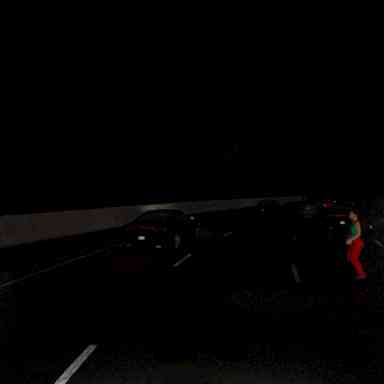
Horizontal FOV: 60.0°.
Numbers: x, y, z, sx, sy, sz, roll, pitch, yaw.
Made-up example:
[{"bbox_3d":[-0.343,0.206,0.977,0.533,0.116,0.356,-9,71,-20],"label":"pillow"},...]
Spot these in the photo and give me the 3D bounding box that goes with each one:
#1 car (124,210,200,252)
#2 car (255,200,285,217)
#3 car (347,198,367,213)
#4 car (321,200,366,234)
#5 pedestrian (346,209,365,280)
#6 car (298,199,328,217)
[{"bbox_3d":[-1.079,1.477,14.146,1.882,1.535,5.008,0,0,16],"label":"car"},{"bbox_3d":[7.585,1.477,32.074,1.882,1.535,5.008,0,0,29],"label":"car"},{"bbox_3d":[16.697,1.352,34.073,2.097,1.767,4.553,0,0,29],"label":"car"},{"bbox_3d":[8.964,1.477,19.624,1.882,1.535,5.008,0,0,26],"label":"car"},{"bbox_3d":[4.189,1.294,8.534,0.375,1.860,0.375,0,0,12],"label":"pedestrian"},{"bbox_3d":[11.551,1.564,31.955,1.994,1.385,4.181,0,0,28],"label":"car"}]
